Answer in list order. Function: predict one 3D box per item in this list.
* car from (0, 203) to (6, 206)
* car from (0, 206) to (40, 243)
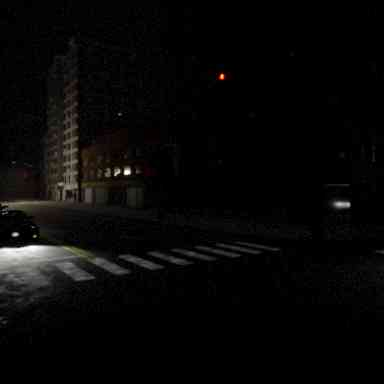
[{"bbox_3d":[-14.030,1.326,22.947,2.097,1.767,4.553,0,0,-36],"label":"car"},{"bbox_3d":[-8.340,1.545,15.151,1.994,1.385,4.181,0,0,-36],"label":"car"}]
